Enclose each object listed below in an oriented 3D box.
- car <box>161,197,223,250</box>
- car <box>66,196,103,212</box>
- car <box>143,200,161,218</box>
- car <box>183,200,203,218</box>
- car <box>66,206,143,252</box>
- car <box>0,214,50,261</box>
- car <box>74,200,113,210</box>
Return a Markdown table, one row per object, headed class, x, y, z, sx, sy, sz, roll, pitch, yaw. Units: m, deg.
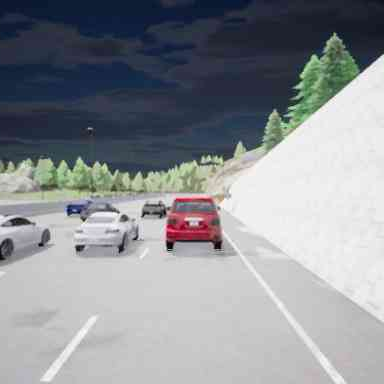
| class | x | y | z | sx | sy | sz | roll | pitch | yaw |
| --- | --- | --- | --- | --- | --- | --- | --- | --- | --- |
| car | 0.083 | 1.221 | 14.421 | 2.150 | 2.045 | 5.566 | 0 | 0 | 0 |
| car | -10.408 | 1.480 | 31.993 | 1.882 | 1.535 | 5.008 | 0 | 0 | 0 |
| car | -3.412 | 1.493 | 30.413 | 2.128 | 1.511 | 4.902 | 0 | 0 | 0 |
| car | 0.091 | 1.527 | 31.441 | 1.812 | 1.442 | 4.674 | 0 | 0 | 0 |
| car | -3.421 | 1.526 | 13.852 | 1.812 | 1.442 | 4.674 | 0 | 0 | 0 |
| car | -6.927 | 1.527 | 12.169 | 1.812 | 1.442 | 4.674 | 0 | 0 | 0 |
| car | -6.932 | 1.549 | 25.541 | 2.033 | 1.411 | 5.357 | 0 | 0 | 0 |
